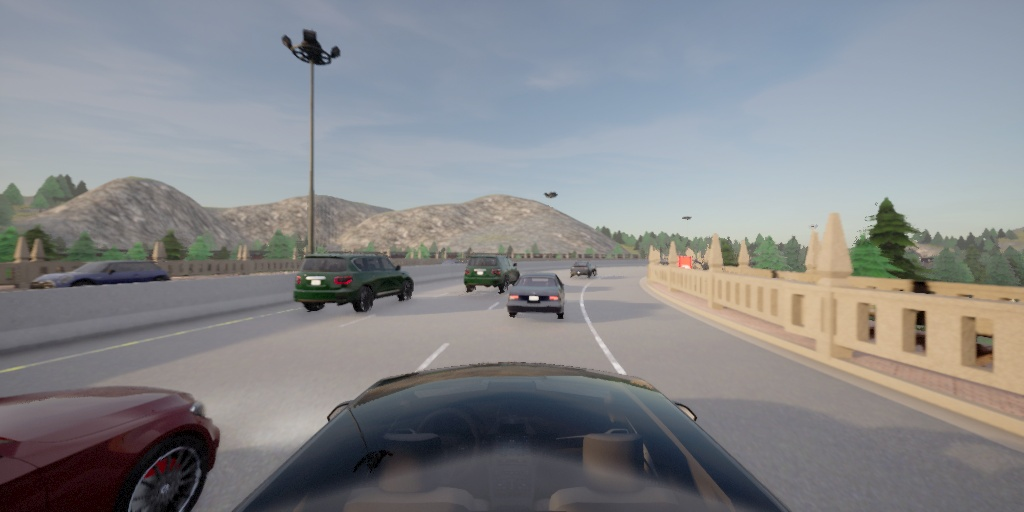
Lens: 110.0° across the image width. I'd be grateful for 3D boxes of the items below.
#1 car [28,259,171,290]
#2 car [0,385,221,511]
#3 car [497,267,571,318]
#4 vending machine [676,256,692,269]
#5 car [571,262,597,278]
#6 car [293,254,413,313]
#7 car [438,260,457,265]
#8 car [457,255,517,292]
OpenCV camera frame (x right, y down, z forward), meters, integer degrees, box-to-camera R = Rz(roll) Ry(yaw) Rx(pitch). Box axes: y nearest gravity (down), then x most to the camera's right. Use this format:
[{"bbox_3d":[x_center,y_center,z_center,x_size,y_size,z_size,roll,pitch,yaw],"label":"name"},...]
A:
[{"bbox_3d":[-19.645,1.009,17.384,2.097,1.767,4.553,0,0,9],"label":"car"},{"bbox_3d":[-3.309,1.260,0.979,1.812,1.442,4.674,0,0,0],"label":"car"},{"bbox_3d":[1.016,1.302,13.140,2.033,1.411,5.357,0,0,8],"label":"car"},{"bbox_3d":[11.158,0.998,23.366,1.100,2.100,0.880,0,0,17],"label":"vending machine"},{"bbox_3d":[6.852,1.273,34.021,2.128,1.511,4.902,0,0,22],"label":"car"},{"bbox_3d":[-5.868,0.944,14.077,2.150,2.045,5.566,0,0,8],"label":"car"},{"bbox_3d":[-6.708,1.195,38.329,1.882,1.535,5.008,0,0,22],"label":"car"},{"bbox_3d":[-1.047,0.966,20.918,2.150,2.045,5.566,0,0,12],"label":"car"}]
